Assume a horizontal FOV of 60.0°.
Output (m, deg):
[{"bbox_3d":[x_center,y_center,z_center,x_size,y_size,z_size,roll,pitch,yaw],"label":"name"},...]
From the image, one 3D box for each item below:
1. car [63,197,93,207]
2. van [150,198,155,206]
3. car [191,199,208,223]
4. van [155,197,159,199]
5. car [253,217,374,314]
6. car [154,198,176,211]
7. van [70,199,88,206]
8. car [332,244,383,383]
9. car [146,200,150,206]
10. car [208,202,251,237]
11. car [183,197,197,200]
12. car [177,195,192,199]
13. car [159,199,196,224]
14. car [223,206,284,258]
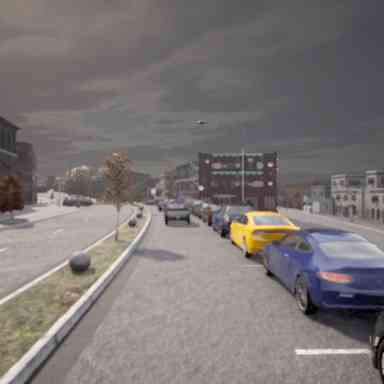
[{"bbox_3d":[-21.869,1.905,63.827,5.566,2.045,2.435,0,-2,-14],"label":"car"},{"bbox_3d":[-7.367,2.111,73.306,1.878,1.987,4.442,0,-2,-15],"label":"van"},{"bbox_3d":[1.319,1.609,29.747,2.002,1.452,4.674,0,0,-6],"label":"car"},{"bbox_3d":[-5.900,1.938,67.968,1.878,1.987,4.442,0,-2,-14],"label":"van"},{"bbox_3d":[2.905,1.534,7.490,2.002,1.452,4.674,0,0,-1],"label":"car"},{"bbox_3d":[-3.374,1.766,41.918,1.895,1.301,4.718,0,-1,-9],"label":"car"},{"bbox_3d":[-29.544,2.766,87.283,4.442,1.987,1.878,0,-2,-20],"label":"van"},{"bbox_3d":[3.000,1.481,1.943,2.231,1.521,4.892,0,0,0],"label":"car"},{"bbox_3d":[-8.906,2.551,78.533,2.163,1.488,4.792,0,-2,-16],"label":"car"},{"bbox_3d":[2.361,1.406,18.549,2.185,1.767,4.553,0,0,-3],"label":"car"},{"bbox_3d":[0.648,1.591,35.127,2.231,1.521,4.892,0,0,-7],"label":"car"},{"bbox_3d":[-1.095,1.440,46.239,2.435,2.045,5.566,0,-1,-9],"label":"car"},{"bbox_3d":[-1.199,1.565,25.171,2.128,1.511,4.902,0,0,-5],"label":"car"},{"bbox_3d":[2.692,1.512,13.034,2.097,1.535,5.008,0,0,-2],"label":"car"}]
